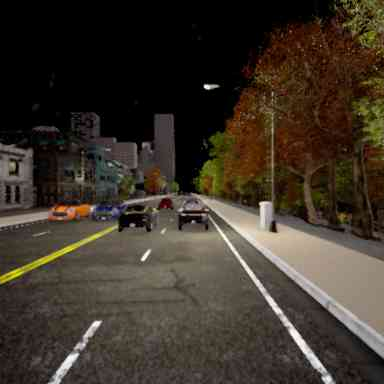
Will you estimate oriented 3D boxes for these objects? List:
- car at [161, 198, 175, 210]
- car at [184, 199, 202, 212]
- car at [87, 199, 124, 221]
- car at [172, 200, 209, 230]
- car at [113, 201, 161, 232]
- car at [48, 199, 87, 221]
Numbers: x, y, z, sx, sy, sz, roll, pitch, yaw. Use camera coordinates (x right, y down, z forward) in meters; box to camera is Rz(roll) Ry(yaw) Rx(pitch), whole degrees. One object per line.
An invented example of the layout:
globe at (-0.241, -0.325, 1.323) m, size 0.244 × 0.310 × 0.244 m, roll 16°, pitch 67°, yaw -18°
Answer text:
car at (-3.180, 1.529, 41.735) m, size 1.812 × 1.442 × 4.674 m, roll 0°, pitch 0°, yaw 0°
car at (0.073, 1.564, 38.797) m, size 1.994 × 1.385 × 4.181 m, roll 0°, pitch 0°, yaw 0°
car at (-6.534, 1.360, 26.839) m, size 2.097 × 1.767 × 4.553 m, roll 0°, pitch 0°, yaw 0°
car at (0.086, 1.492, 21.214) m, size 2.128 × 1.511 × 4.902 m, roll 0°, pitch 0°, yaw 0°
car at (-3.164, 1.510, 20.103) m, size 1.837 × 1.490 × 4.892 m, roll 0°, pitch 0°, yaw 0°
car at (-9.783, 1.365, 26.839) m, size 2.097 × 1.767 × 4.553 m, roll 0°, pitch 0°, yaw 0°
